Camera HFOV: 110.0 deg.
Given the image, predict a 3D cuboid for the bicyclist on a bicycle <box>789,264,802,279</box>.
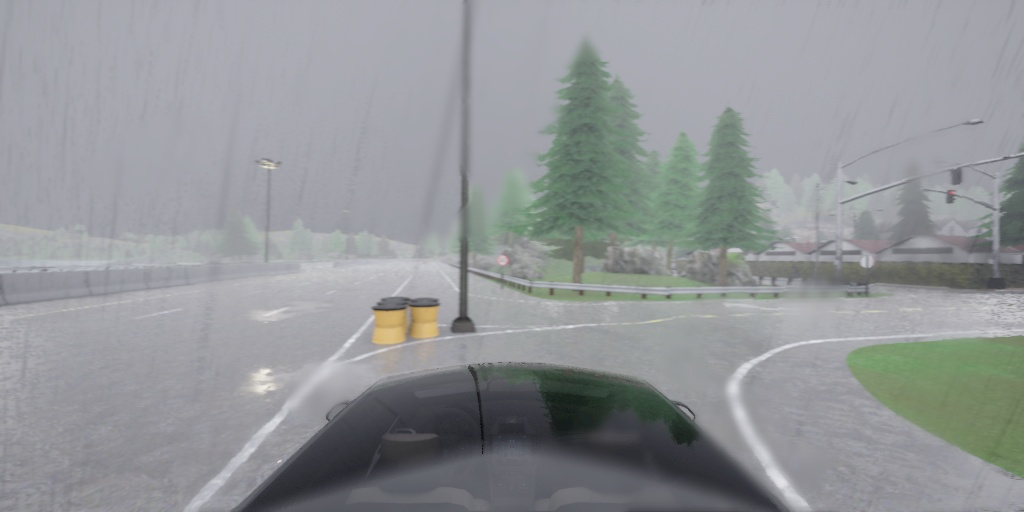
[{"bbox_3d":[29.821,1.689,37.741,1.656,1.620,0.582,1,0,-13],"label":"bicyclist on a bicycle"}]
